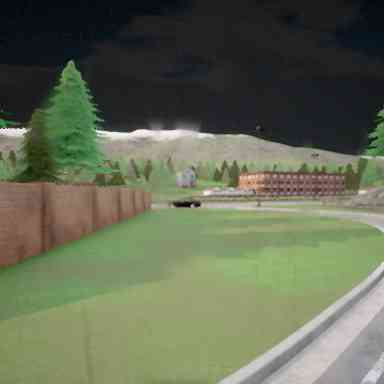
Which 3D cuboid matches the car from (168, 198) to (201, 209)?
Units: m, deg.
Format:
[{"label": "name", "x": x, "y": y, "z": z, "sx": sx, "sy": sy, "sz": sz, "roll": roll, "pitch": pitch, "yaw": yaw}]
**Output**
[{"label": "car", "x": -1.114, "y": 1.635, "z": 48.803, "sx": 5.008, "sy": 1.535, "sz": 1.882, "roll": -1, "pitch": 0, "yaw": 15}]
